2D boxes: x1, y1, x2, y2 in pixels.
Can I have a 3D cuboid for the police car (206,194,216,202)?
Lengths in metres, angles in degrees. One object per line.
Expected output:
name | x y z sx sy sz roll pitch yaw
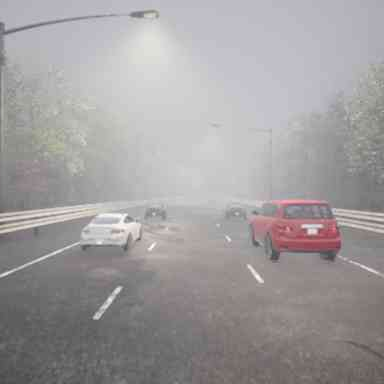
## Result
police car | 5.308 1.966 87.085 2.038 1.542 4.974 0 0 2

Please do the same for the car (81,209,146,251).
car | -3.340 1.605 14.350 1.812 1.442 4.674 0 0 0

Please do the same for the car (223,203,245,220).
car | 3.833 1.693 30.315 1.812 1.442 4.674 0 0 1

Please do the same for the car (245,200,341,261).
car | 3.647 1.293 12.711 2.150 2.045 5.566 0 0 0

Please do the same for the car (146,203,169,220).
car | -3.180 1.691 30.338 1.812 1.442 4.674 0 0 1
